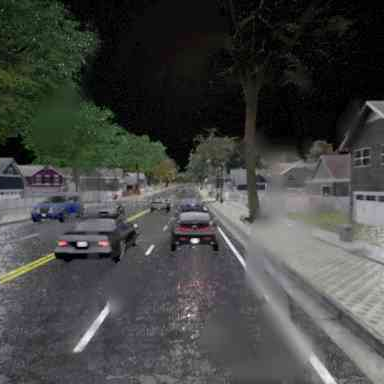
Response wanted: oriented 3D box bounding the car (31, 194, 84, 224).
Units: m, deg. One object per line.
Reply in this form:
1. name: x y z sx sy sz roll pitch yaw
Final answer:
1. car: -9.849 1.158 24.860 2.150 2.045 5.566 0 0 0

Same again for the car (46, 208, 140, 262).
1. car: -3.147 1.538 12.038 2.033 1.411 5.357 0 0 0

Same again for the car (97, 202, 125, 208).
1. car: -6.597 1.483 26.772 1.994 1.385 4.181 0 0 0

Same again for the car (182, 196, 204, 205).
1. car: 0.094 1.209 33.067 2.097 1.767 4.553 0 1 0

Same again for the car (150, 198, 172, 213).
1. car: -3.157 1.336 34.295 2.128 1.511 4.902 0 1 0

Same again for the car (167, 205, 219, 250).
1. car: 0.102 1.486 14.166 1.837 1.490 4.892 0 0 0
